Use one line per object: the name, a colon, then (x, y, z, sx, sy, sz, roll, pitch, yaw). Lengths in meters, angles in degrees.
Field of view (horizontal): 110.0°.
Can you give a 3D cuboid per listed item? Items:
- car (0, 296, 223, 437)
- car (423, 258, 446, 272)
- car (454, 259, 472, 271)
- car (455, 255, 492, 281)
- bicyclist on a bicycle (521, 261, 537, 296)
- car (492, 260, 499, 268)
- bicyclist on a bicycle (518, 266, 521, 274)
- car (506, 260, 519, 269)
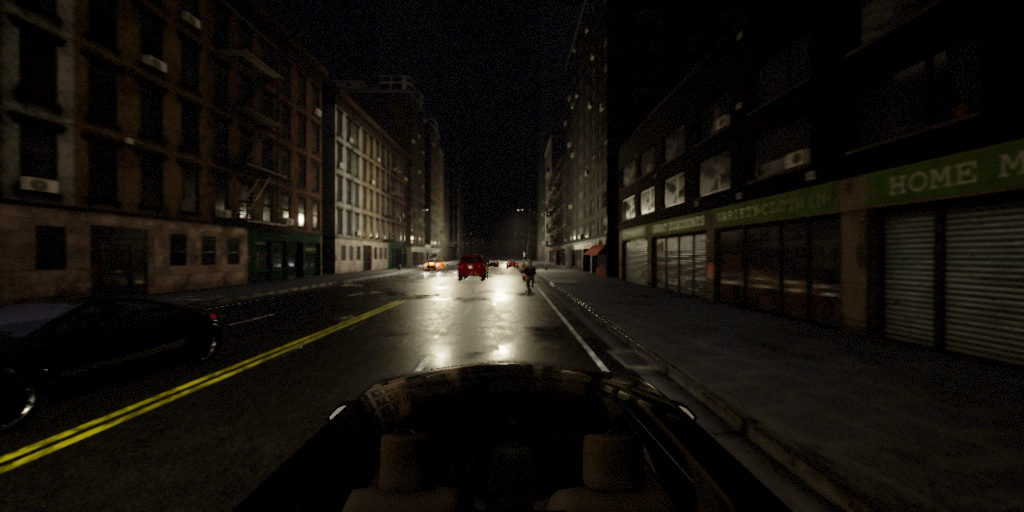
car: (-6.599, 1.310, 5.208, 1.994, 1.385, 4.181, 0, 0, 0)
car: (-9.831, 1.058, 45.788, 2.097, 1.767, 4.553, 0, 0, 0)
car: (-6.569, 1.209, 48.659, 1.837, 1.490, 4.892, 0, 0, 0)
car: (-3.149, 0.944, 29.870, 2.150, 2.045, 5.566, 0, 0, 0)
bicyclist on a bicycle: (0.894, 1.105, 17.420, 0.659, 1.776, 1.843, 0, 0, 0)
car: (-3.151, 1.286, 61.038, 1.895, 1.301, 4.718, 0, 0, 0)
bicyclist on a bicycle: (0.894, 1.163, 26.784, 0.866, 1.612, 1.509, 0, 0, 0)
car: (0.068, 1.294, 55.754, 1.895, 1.301, 4.718, 0, 0, 0)
